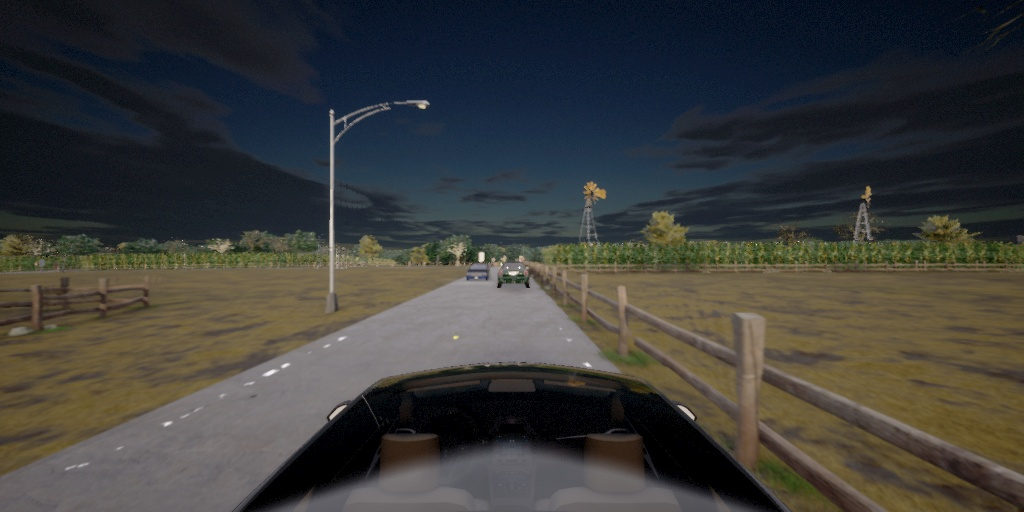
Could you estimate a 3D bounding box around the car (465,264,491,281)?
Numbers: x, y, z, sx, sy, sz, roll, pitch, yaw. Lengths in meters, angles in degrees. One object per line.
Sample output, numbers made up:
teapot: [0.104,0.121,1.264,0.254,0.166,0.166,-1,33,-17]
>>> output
car: [-2.813,1.376,31.180,2.033,1.411,5.357,0,0,0]

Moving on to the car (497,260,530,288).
car: [0.093,1.149,24.641,2.097,1.767,4.553,0,0,0]
